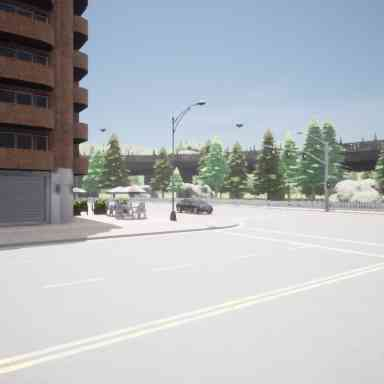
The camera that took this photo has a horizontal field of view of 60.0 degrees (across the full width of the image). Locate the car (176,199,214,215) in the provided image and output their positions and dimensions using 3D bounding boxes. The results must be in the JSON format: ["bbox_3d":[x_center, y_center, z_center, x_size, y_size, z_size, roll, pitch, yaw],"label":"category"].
[{"bbox_3d":[0.215,1.449,33.960,1.837,1.490,4.892,0,0,-36],"label":"car"}]
